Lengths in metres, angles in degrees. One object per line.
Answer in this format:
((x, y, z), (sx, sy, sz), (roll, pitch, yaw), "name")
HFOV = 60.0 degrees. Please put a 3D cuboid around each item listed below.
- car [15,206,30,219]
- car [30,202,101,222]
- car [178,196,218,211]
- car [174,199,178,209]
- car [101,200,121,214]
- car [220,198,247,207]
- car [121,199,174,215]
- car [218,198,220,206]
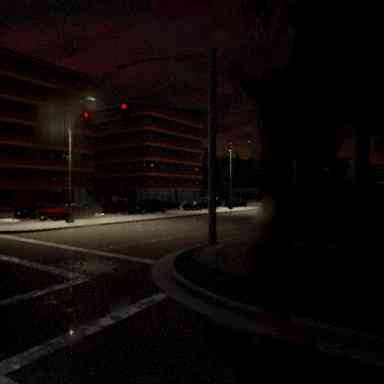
((-12.919, 1.562, 28.720), (1.994, 1.385, 4.181), (0, 0, 36), "car")
((-10.036, 1.599, 26.764), (1.895, 1.301, 4.718), (0, 0, 33), "car")
((0.828, 1.350, 41.688), (2.097, 1.767, 4.553), (0, 0, 36), "car")
((-3.060, 1.562, 42.284), (1.994, 1.385, 4.181), (0, 0, 36), "car")
((-7.967, 1.560, 35.516), (1.994, 1.385, 4.181), (0, 0, 37), "car")
((6.525, 1.562, 49.496), (1.994, 1.385, 4.181), (0, 0, 36), "car")
((-4.499, 1.474, 34.363), (1.882, 1.535, 5.008), (0, 0, 36), "car")
((2.842, 1.490, 50.388), (2.128, 1.511, 4.902), (0, 0, 36), "car")
